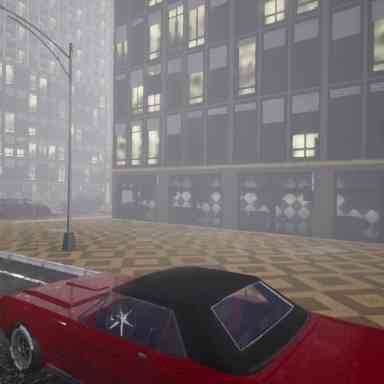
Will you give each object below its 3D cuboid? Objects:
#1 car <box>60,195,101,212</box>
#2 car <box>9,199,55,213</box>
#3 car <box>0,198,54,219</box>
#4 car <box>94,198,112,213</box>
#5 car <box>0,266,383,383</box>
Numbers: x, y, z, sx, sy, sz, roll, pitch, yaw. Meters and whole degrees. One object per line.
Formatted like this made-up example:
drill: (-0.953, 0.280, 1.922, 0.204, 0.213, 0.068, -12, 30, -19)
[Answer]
car: (-14.052, 1.424, 42.717, 2.150, 2.045, 5.566, 1, 0, 37)
car: (-19.211, 1.641, 40.138, 1.752, 1.417, 4.829, 1, 0, 37)
car: (-15.737, 1.517, 30.754, 2.192, 1.841, 5.009, 1, 0, 37)
car: (-8.916, 1.828, 39.949, 1.752, 1.417, 4.829, 1, 0, 37)
car: (-0.333, 1.600, 3.927, 4.718, 1.301, 1.895, 0, 0, 36)
